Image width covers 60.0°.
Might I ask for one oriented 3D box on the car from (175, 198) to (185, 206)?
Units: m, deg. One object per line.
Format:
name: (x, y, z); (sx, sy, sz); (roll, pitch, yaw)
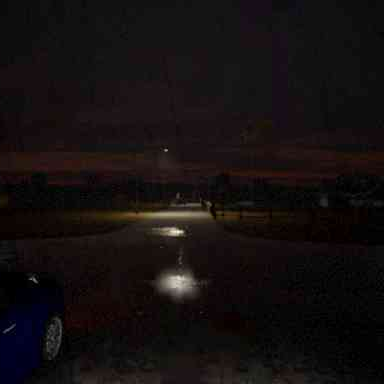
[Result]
car: (-2.535, 2.143, 73.191); (2.097, 1.767, 4.553); (0, -1, 0)

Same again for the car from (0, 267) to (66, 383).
car: (-2.736, 1.572, 3.147); (1.812, 1.442, 4.674); (0, -1, 0)
